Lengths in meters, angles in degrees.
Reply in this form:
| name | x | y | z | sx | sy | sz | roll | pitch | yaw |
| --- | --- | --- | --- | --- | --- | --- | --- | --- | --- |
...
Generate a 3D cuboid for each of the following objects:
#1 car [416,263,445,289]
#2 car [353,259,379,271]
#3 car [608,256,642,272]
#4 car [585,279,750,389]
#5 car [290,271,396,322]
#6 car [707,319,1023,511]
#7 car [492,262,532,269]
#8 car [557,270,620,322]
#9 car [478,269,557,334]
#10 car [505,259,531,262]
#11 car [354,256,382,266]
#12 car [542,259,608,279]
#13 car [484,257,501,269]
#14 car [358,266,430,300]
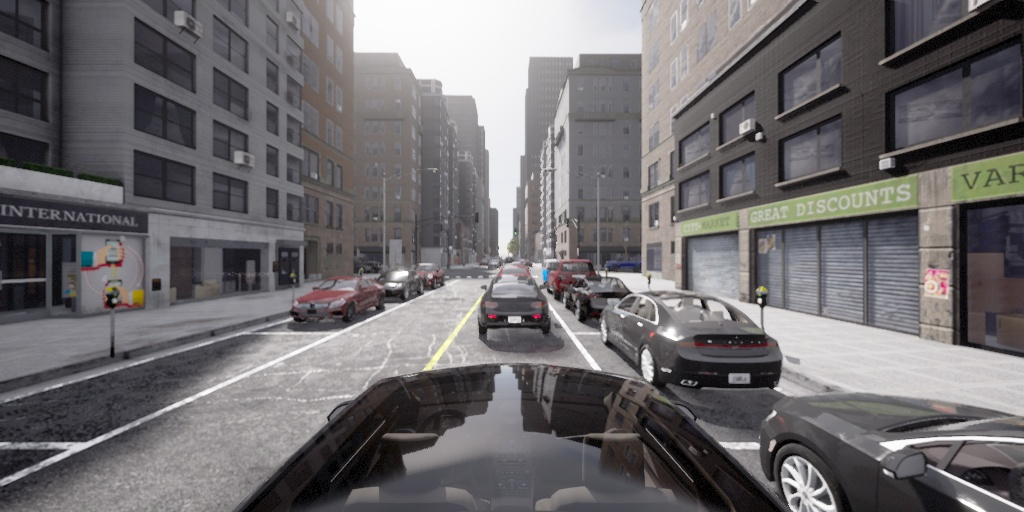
| name | x | y | z | sx | sy | sz | roll | pitch | yaw |
| --- | --- | --- | --- | --- | --- | --- | --- | --- | --- |
| car | -5.640 | 1.220 | 23.268 | 1.967 | 1.591 | 4.097 | 0 | 0 | 0 |
| car | -17.937 | 1.322 | 39.963 | 4.892 | 1.490 | 1.837 | 0 | 0 | 0 |
| car | 14.887 | 1.025 | 46.783 | 5.566 | 2.045 | 2.150 | 0 | 0 | 2 |
| car | 2.865 | 1.308 | 6.692 | 2.007 | 1.370 | 4.403 | 0 | 0 | 0 |
| car | -5.654 | 1.347 | 12.218 | 1.802 | 1.307 | 4.207 | 0 | 0 | 0 |
| car | 2.858 | 1.300 | 1.168 | 2.007 | 1.370 | 4.403 | 0 | 0 | 0 |
| car | 0.121 | 1.253 | 19.265 | 1.882 | 1.535 | 5.008 | 0 | 0 | 0 |
| car | 2.872 | 1.331 | 12.215 | 1.948 | 1.339 | 4.313 | 0 | 0 | 0 |
| car | 0.045 | 1.288 | 10.507 | 1.812 | 1.442 | 4.674 | 0 | 0 | 0 |
| car | 0.781 | 1.299 | 34.218 | 1.837 | 1.490 | 4.892 | -1 | 0 | 8 |
| car | -18.567 | 1.049 | 43.210 | 5.566 | 2.045 | 2.150 | 0 | 0 | 0 |
| car | 2.879 | 1.088 | 17.739 | 2.192 | 1.841 | 5.009 | 0 | 0 | 0 |
| car | -3.162 | 1.404 | 61.791 | 2.033 | 1.411 | 5.357 | 0 | 0 | -1 |
| car | -5.647 | 1.339 | 17.743 | 1.948 | 1.339 | 4.313 | 0 | 0 | 0 |
